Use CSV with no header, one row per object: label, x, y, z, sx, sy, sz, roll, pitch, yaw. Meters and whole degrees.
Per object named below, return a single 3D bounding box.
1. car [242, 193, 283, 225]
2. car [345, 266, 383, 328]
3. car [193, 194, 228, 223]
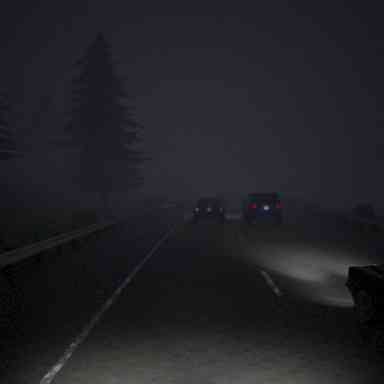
car,4.678,1.044,22.568,2.150,2.045,5.566,0,0,5
car,3.686,1.571,3.930,1.895,1.301,4.718,0,0,1
car,1.292,1.162,23.730,2.097,1.767,4.553,0,0,5
